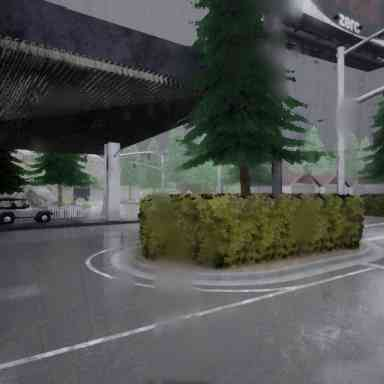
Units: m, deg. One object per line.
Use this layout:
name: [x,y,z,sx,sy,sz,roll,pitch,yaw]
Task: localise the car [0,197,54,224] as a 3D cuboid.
car: [-11.986,1.313,23.463,3.866,1.878,1.905,0,0,-36]
